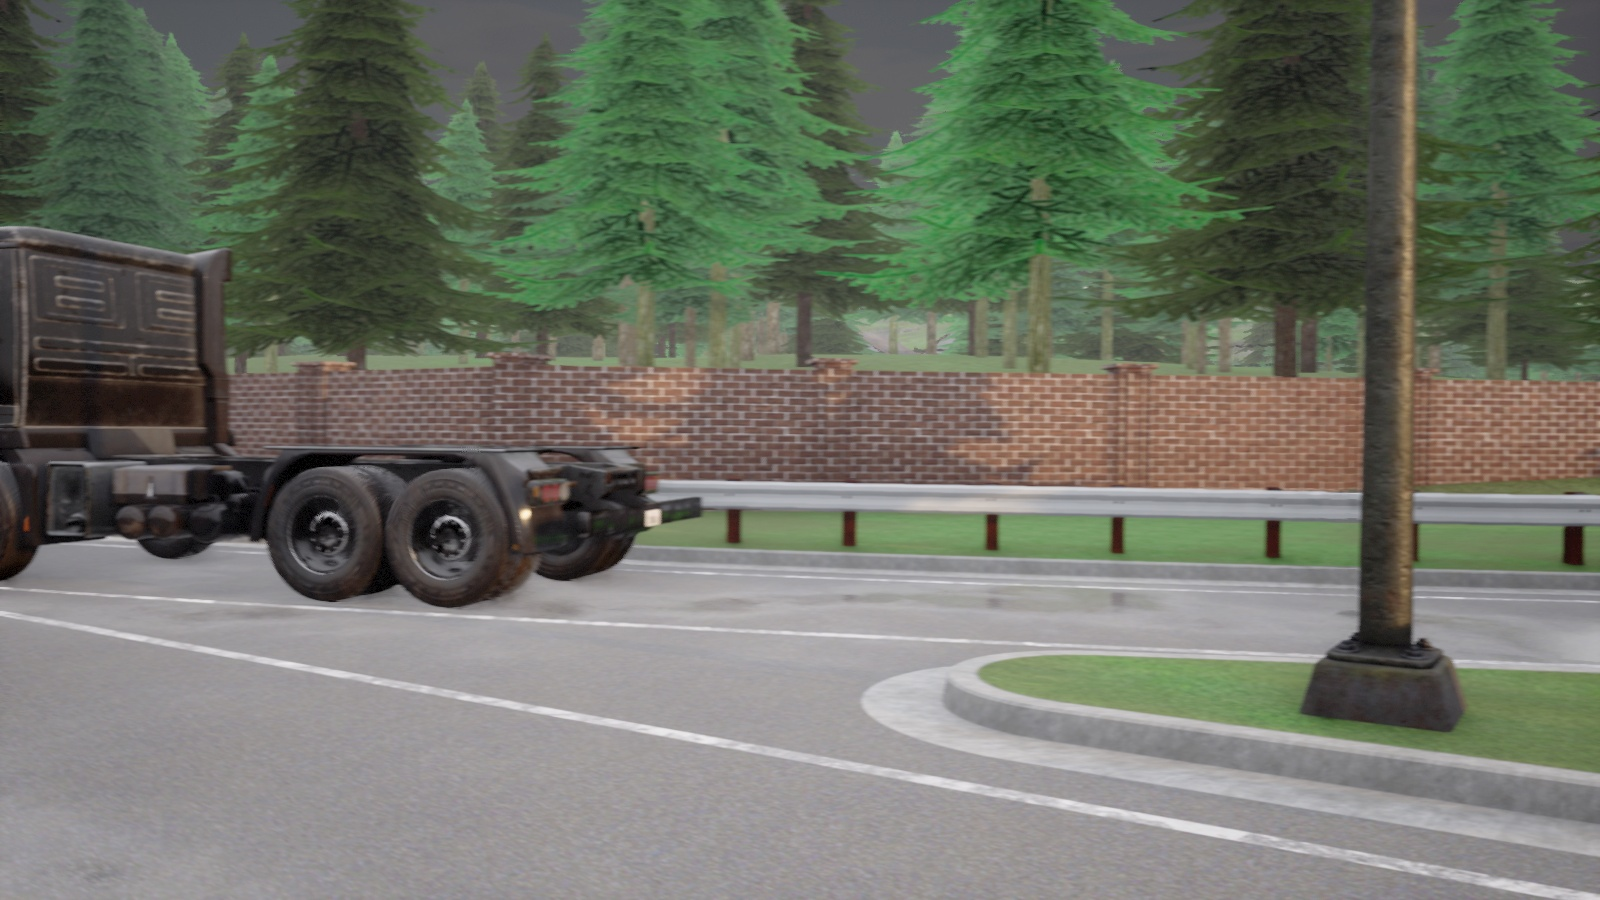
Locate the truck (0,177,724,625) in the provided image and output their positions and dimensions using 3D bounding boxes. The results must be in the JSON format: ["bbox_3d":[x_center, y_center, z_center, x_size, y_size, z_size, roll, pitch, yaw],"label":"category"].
[{"bbox_3d":[-4.990,-0.377,12.192,7.936,3.462,2.891,0,1,16],"label":"truck"}]
